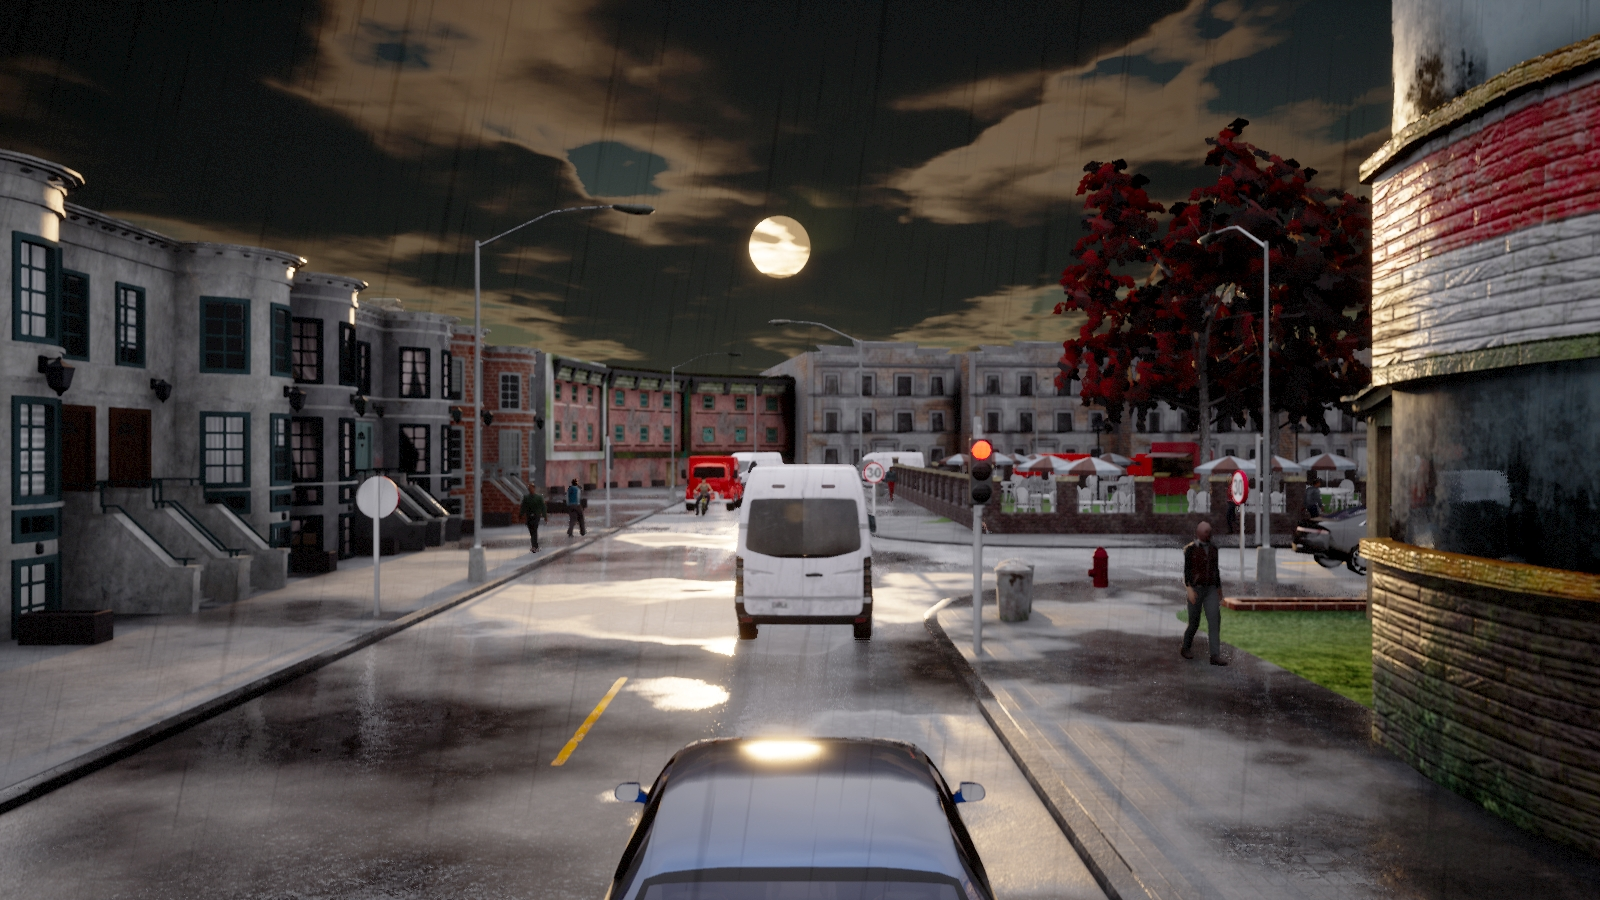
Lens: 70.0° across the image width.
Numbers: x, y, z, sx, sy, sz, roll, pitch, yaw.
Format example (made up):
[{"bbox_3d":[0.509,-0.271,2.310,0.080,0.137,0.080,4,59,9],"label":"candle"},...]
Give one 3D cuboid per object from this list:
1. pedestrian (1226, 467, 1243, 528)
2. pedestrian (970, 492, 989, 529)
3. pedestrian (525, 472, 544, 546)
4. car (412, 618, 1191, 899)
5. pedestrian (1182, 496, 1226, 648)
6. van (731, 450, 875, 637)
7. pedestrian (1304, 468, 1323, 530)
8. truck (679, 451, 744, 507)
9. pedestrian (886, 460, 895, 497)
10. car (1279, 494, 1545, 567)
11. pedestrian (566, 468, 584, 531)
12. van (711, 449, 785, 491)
[{"bbox_3d":[13.411,1.473,35.278,0.375,1.860,0.375,0,0,1],"label":"pedestrian"},{"bbox_3d":[5.530,1.853,35.248,0.500,1.100,0.500,0,0,20],"label":"pedestrian"},{"bbox_3d":[-6.729,1.490,28.940,0.375,1.860,0.375,0,0,5],"label":"pedestrian"},{"bbox_3d":[-0.001,1.878,5.268,2.033,1.411,5.357,0,0,0],"label":"car"},{"bbox_3d":[5.037,1.507,14.245,0.375,1.860,0.375,0,0,-9],"label":"pedestrian"},{"bbox_3d":[0.129,1.290,18.647,1.988,2.561,5.915,0,0,2],"label":"van"},{"bbox_3d":[15.564,1.473,34.645,0.375,1.860,0.375,0,0,-4],"label":"pedestrian"},{"bbox_3d":[-4.030,1.284,52.853,2.627,2.467,5.204,0,0,0],"label":"truck"},{"bbox_3d":[4.578,1.456,57.693,0.375,1.860,0.375,0,0,-7],"label":"pedestrian"},{"bbox_3d":[13.778,1.795,25.950,4.902,1.511,2.128,0,0,-1],"label":"car"},{"bbox_3d":[-6.780,1.482,34.403,0.375,1.860,0.375,0,0,22],"label":"pedestrian"},{"bbox_3d":[-3.214,1.229,72.299,1.988,2.561,5.915,0,0,28],"label":"van"}]
